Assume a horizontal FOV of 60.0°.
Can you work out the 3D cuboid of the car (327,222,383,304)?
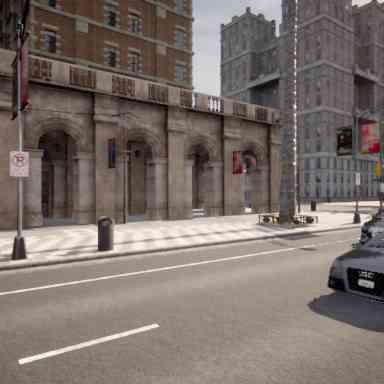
[{"bbox_3d":[4.943,1.563,7.496,4.181,1.385,1.994,0,0,-35],"label":"car"}]

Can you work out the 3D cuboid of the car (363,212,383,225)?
[{"bbox_3d":[9.565,1.492,15.031,4.902,1.511,2.128,0,0,-35],"label":"car"}]
